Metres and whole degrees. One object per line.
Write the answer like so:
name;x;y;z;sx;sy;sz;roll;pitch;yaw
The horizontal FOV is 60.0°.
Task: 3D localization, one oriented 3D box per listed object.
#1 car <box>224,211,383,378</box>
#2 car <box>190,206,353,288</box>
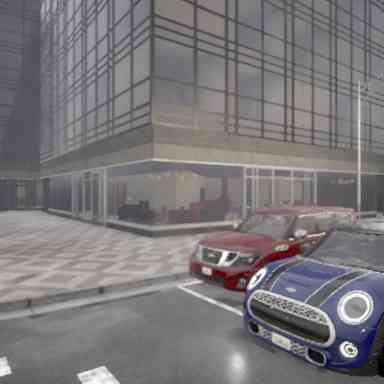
car;3.019;1.347;5.595;4.553;1.767;2.097;0;0;-34
car;2.361;1.310;8.328;5.009;1.841;2.192;0;0;-35
